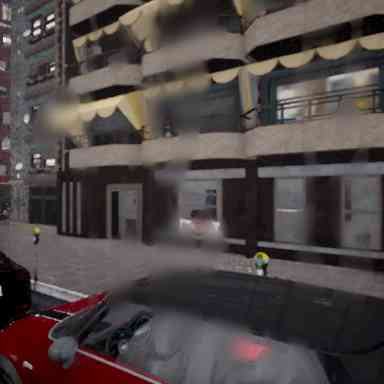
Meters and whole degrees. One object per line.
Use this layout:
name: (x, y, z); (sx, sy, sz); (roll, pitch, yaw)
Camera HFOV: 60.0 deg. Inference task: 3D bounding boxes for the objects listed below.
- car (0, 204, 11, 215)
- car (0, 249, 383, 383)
car: (-21.073, 2.007, 39.551); (1.887, 1.381, 4.507); (-1, -2, 35)
car: (-0.154, 1.443, 2.983); (4.097, 1.590, 1.967); (0, 0, 36)
